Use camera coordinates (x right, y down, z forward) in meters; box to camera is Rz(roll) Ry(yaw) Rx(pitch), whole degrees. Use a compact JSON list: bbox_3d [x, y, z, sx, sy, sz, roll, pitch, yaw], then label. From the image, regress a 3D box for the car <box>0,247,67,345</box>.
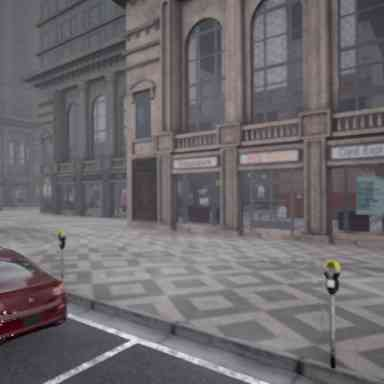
[{"bbox_3d":[-3.852,1.604,5.745,4.206,1.307,1.802,0,0,36],"label":"car"}]
